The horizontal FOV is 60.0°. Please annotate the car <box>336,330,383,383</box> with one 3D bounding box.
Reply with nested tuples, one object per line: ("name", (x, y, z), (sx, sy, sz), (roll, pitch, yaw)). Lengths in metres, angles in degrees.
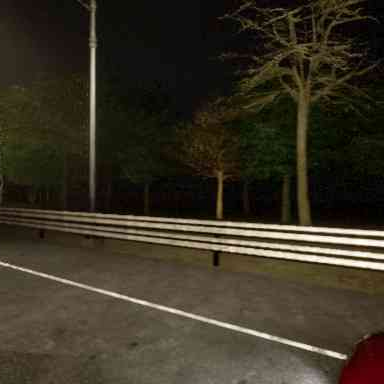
("car", (3.008, 1.568, 1.890), (4.181, 1.385, 1.994), (0, 0, 35))
